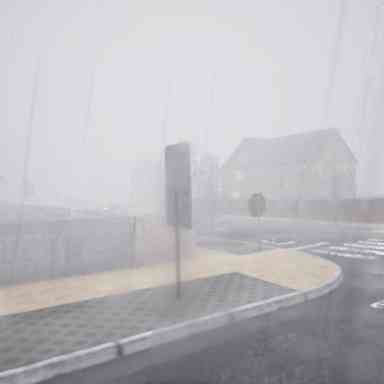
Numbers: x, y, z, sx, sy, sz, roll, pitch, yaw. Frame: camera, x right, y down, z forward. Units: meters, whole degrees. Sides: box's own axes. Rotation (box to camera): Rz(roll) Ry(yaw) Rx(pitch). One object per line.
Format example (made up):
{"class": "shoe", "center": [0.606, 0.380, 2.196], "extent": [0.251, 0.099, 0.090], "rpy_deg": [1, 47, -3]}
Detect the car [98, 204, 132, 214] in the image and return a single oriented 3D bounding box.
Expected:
{"class": "car", "center": [-7.806, 1.945, 33.132], "extent": [2.033, 1.411, 5.357], "rpy_deg": [-2, 0, -34]}
